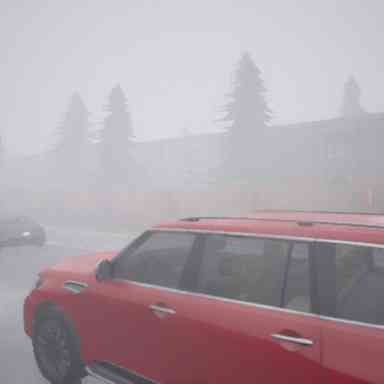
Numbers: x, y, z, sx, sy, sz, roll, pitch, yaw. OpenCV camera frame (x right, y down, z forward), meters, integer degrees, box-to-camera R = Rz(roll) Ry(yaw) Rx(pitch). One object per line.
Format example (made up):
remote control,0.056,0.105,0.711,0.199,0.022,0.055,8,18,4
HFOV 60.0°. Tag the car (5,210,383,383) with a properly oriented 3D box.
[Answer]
car,0.428,1.229,3.683,5.566,2.045,2.150,0,0,36

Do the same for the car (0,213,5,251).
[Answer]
car,-8.070,1.592,14.097,4.181,1.385,1.994,0,0,36
